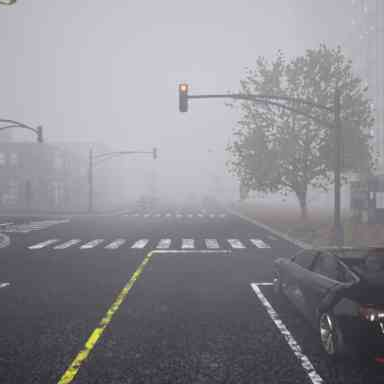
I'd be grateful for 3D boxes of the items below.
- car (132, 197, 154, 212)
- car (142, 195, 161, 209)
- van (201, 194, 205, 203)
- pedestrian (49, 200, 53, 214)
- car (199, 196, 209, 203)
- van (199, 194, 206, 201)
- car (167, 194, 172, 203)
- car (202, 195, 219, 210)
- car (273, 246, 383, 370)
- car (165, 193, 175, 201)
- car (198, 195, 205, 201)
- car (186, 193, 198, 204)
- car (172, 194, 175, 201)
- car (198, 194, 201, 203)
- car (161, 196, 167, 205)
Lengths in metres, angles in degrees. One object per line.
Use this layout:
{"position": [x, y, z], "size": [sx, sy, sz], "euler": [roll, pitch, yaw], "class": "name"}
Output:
{"position": [-5.749, 1.584, 38.186], "size": [1.802, 1.307, 4.206], "euler": [0, 0, 0], "class": "car"}
{"position": [-5.757, 1.318, 43.737], "size": [2.192, 1.841, 5.009], "euler": [0, 0, 0], "class": "car"}
{"position": [2.614, 1.345, 49.305], "size": [1.690, 1.788, 3.998], "euler": [0, 0, 0], "class": "van"}
{"position": [-12.798, 1.319, 30.178], "size": [0.375, 1.300, 0.375], "euler": [0, -1, -1], "class": "pedestrian"}
{"position": [2.577, 1.572, 71.509], "size": [1.947, 1.339, 4.313], "euler": [0, 0, 0], "class": "car"}
{"position": [2.560, 1.349, 82.611], "size": [1.690, 1.788, 3.998], "euler": [0, 0, 0], "class": "van"}
{"position": [-5.804, 1.532, 71.322], "size": [1.752, 1.417, 4.829], "euler": [0, 0, 0], "class": "car"}
{"position": [2.622, 1.528, 43.923], "size": [1.752, 1.417, 4.829], "euler": [0, 0, 0], "class": "car"}
{"position": [2.686, 1.566, 5.724], "size": [1.947, 1.339, 4.313], "euler": [0, 0, 0], "class": "car"}
{"position": [-5.831, 1.324, 88.145], "size": [2.192, 1.841, 5.009], "euler": [0, 0, 0], "class": "car"}
{"position": [2.549, 1.534, 88.332], "size": [1.752, 1.417, 4.829], "euler": [0, 0, 0], "class": "car"}
{"position": [-0.008, 1.226, 65.364], "size": [2.150, 2.045, 5.566], "euler": [0, 0, 0], "class": "car"}
{"position": [-5.822, 1.558, 82.594], "size": [2.008, 1.369, 4.403], "euler": [0, 0, 0], "class": "car"}
{"position": [2.595, 1.556, 60.407], "size": [2.008, 1.369, 4.403], "euler": [0, 0, 0], "class": "car"}
{"position": [-5.776, 1.555, 54.839], "size": [2.008, 1.369, 4.403], "euler": [0, 0, 0], "class": "car"}
